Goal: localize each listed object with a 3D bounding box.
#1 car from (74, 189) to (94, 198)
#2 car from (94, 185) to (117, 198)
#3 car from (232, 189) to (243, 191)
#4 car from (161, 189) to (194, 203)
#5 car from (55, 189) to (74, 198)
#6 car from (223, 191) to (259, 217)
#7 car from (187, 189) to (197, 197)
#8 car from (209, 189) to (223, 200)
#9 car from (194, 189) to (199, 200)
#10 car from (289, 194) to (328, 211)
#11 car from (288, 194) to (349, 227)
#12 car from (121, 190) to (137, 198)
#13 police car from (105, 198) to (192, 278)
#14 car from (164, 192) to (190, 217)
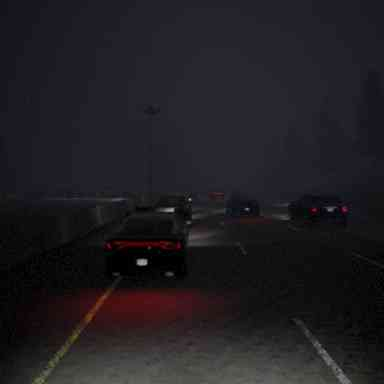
[{"bbox_3d":[-17.550,0.231,55.448,1.812,1.442,4.674,0,1,0],"label":"car"},{"bbox_3d":[-14.050,-0.073,55.406,2.150,2.045,5.566,0,1,1],"label":"car"},{"bbox_3d":[7.100,0.253,52.240,1.882,1.535,5.008,0,1,0],"label":"car"},{"bbox_3d":[-1.050,0.900,19.454,2.097,1.767,4.553,0,1,0],"label":"car"},{"bbox_3d":[-21.046,0.209,55.456,1.837,1.490,4.892,0,1,1],"label":"car"},{"bbox_3d":[3.600,0.913,24.238,1.882,1.535,5.008,0,1,0],"label":"car"},{"bbox_3d":[0.000,0.132,60.399,1.812,1.442,4.674,0,1,0],"label":"car"},{"bbox_3d":[3.601,0.353,49.054,1.837,1.490,4.892,0,1,0],"label":"car"},{"bbox_3d":[0.020,0.473,48.044,1.895,1.301,4.718,0,1,0],"label":"car"},{"bbox_3d":[10.600,0.885,30.654,1.895,1.301,4.718,0,1,0],"label":"car"},{"bbox_3d":[7.100,0.906,19.198,2.097,1.767,4.553,0,1,0],"label":"car"},{"bbox_3d":[-10.552,0.307,55.450,1.895,1.301,4.718,0,1,1],"label":"car"},{"bbox_3d":[-1.050,1.208,9.577,1.930,1.638,5.238,0,1,0],"label":"police car"},{"bbox_3d":[-1.050,0.857,25.685,1.801,1.575,5.366,0,1,0],"label":"car"}]
